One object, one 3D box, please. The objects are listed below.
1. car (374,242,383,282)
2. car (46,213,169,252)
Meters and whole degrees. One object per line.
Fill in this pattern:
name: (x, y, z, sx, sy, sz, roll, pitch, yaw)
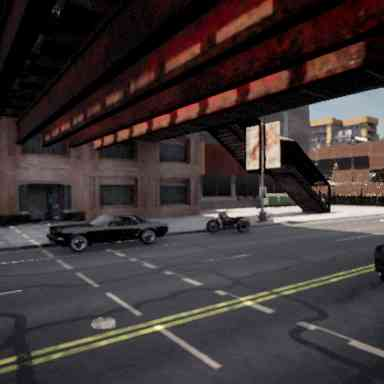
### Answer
car: (6.382, 1.449, 8.221, 4.892, 1.490, 1.837, 0, 0, -35)
car: (-3.429, 1.563, 13.849, 4.718, 1.301, 1.895, 0, 0, -36)
